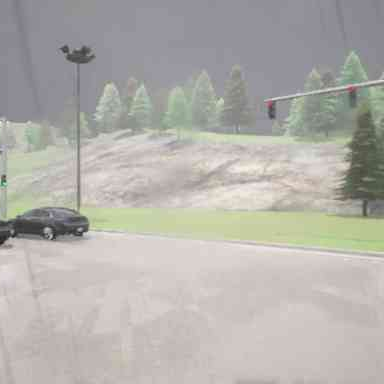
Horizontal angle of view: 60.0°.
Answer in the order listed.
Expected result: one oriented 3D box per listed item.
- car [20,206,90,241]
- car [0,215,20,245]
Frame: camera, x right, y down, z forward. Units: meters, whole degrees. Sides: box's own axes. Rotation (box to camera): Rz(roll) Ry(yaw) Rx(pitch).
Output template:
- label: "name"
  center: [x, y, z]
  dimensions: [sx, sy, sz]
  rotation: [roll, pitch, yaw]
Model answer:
- label: "car"
  center: [-7.268, 1.487, 16.545]
  dimensions: [4.892, 1.490, 1.837]
  rotation: [0, 0, 30]
- label: "car"
  center: [-9.650, 1.494, 13.886]
  dimensions: [4.892, 1.490, 1.837]
  rotation: [0, 0, 30]
